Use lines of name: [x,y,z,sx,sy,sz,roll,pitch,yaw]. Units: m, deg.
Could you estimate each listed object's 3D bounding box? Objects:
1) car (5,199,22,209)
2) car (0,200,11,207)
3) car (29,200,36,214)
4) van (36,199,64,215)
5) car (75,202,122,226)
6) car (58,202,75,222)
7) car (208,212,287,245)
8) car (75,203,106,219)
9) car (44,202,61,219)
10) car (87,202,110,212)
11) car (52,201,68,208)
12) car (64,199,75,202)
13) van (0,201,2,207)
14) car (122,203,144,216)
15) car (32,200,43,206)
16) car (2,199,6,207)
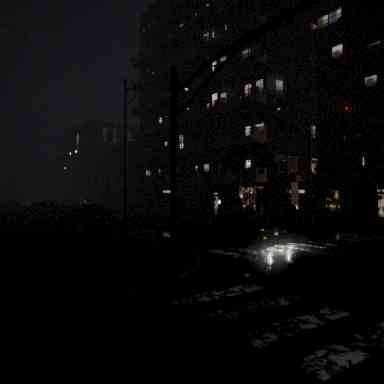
car: [-33.131,2.365,62.360,1.967,1.590,4.097,-1,0,-35]
car: [-42.647,2.666,75.721,1.752,1.417,4.829,-1,0,-35]
car: [-20.309,2.073,44.360,1.967,1.590,4.097,-1,0,-35]
van: [-17.105,1.900,39.860,1.690,1.788,3.998,-1,0,-35]
car: [-7.487,1.777,26.360,1.967,1.590,4.097,-1,0,-35]
car: [-10.593,1.934,30.721,1.752,1.417,4.829,-1,0,-35]
car: [2.637,1.716,16.587,1.994,1.385,4.181,0,-1,-35]
car: [-10.967,1.992,35.686,1.812,1.442,4.674,0,-1,-35]
car: [-13.896,2.036,35.359,2.008,1.369,4.403,-1,0,-35]
car: [-13.687,2.192,48.649,1.947,1.339,4.313,-1,0,-35]
car: [-26.501,2.462,66.637,1.887,1.381,4.507,-1,0,-35]
car: [-23.301,2.160,62.140,2.192,1.841,5.009,-1,0,-35]
van: [-39.543,2.412,71.360,1.690,1.788,3.998,-1,0,-35]
car: [-7.380,2.006,39.793,1.752,1.417,4.829,-1,0,-35]
car: [-39.313,2.774,84.625,1.947,1.339,4.313,-1,0,-35]
car: [-36.334,2.543,66.860,1.887,1.381,4.507,-1,0,-35]
